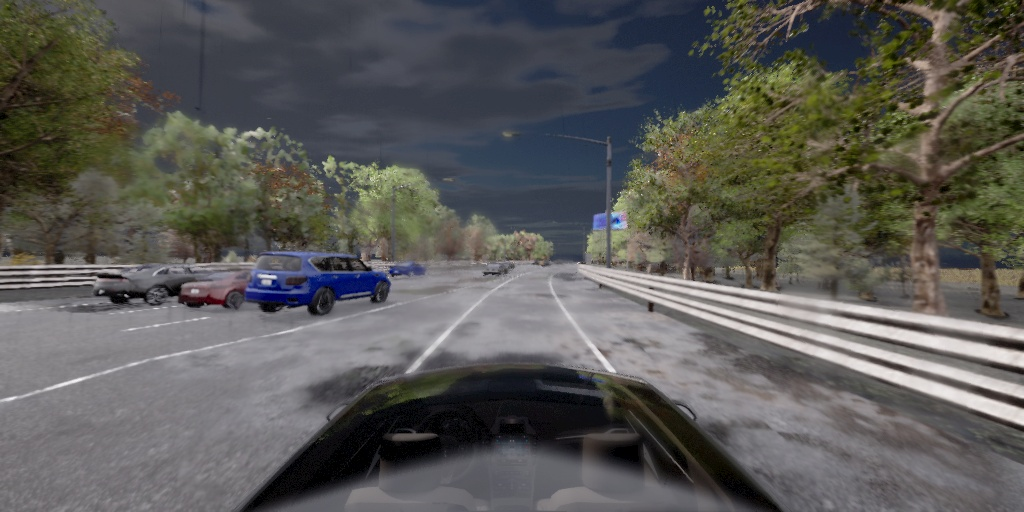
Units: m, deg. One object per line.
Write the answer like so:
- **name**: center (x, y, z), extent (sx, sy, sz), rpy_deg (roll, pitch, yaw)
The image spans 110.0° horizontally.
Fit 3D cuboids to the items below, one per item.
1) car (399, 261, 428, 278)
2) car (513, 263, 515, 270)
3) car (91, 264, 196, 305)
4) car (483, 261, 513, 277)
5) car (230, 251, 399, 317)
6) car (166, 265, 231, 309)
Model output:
- **car**: center (-9.680, 1.269, 33.964), extent (1.882, 1.535, 5.008), rpy_deg (0, -1, 11)
- **car**: center (-0.702, 1.625, 60.686), extent (2.128, 1.511, 4.902), rpy_deg (0, -1, 11)
- **car**: center (-13.587, 1.066, 14.685), extent (2.128, 1.511, 4.902), rpy_deg (0, -1, 12)
- **car**: center (-1.674, 1.463, 38.345), extent (2.033, 1.411, 5.357), rpy_deg (0, -1, 11)
- **car**: center (-6.705, 0.898, 13.213), extent (2.150, 2.045, 5.566), rpy_deg (2, 0, 12)
- **car**: center (-10.172, 1.167, 13.925), extent (1.994, 1.385, 4.181), rpy_deg (0, -1, 12)
